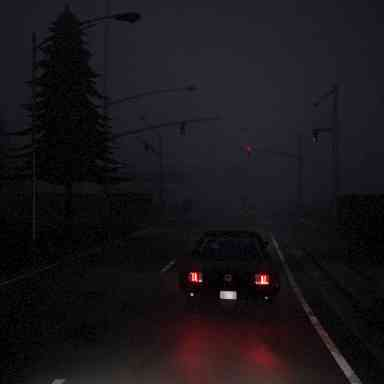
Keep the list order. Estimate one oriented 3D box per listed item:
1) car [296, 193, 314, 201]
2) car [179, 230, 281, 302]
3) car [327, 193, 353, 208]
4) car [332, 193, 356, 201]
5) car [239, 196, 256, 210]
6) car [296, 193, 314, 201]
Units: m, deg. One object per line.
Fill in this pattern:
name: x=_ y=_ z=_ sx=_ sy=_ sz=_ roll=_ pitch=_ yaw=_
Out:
car: x=27.233 y=1.077 z=79.946 sx=3.866 sy=1.878 sz=1.905 roll=0 pitch=0 yaw=10
car: x=0.979 y=1.601 z=8.289 sx=1.895 sy=1.301 sz=4.718 roll=0 pitch=0 yaw=8
car: x=20.189 y=1.330 z=43.026 sx=5.027 sy=1.636 sz=2.152 roll=0 pitch=0 yaw=10
car: x=34.415 y=1.097 z=75.350 sx=4.605 sy=1.855 sz=1.932 roll=0 pitch=0 yaw=10
car: x=7.177 y=1.352 z=43.231 sx=2.097 sy=1.767 sz=4.553 roll=0 pitch=0 yaw=10
car: x=26.057 y=1.361 z=76.777 sx=3.806 sy=1.475 sz=1.970 roll=0 pitch=0 yaw=10
